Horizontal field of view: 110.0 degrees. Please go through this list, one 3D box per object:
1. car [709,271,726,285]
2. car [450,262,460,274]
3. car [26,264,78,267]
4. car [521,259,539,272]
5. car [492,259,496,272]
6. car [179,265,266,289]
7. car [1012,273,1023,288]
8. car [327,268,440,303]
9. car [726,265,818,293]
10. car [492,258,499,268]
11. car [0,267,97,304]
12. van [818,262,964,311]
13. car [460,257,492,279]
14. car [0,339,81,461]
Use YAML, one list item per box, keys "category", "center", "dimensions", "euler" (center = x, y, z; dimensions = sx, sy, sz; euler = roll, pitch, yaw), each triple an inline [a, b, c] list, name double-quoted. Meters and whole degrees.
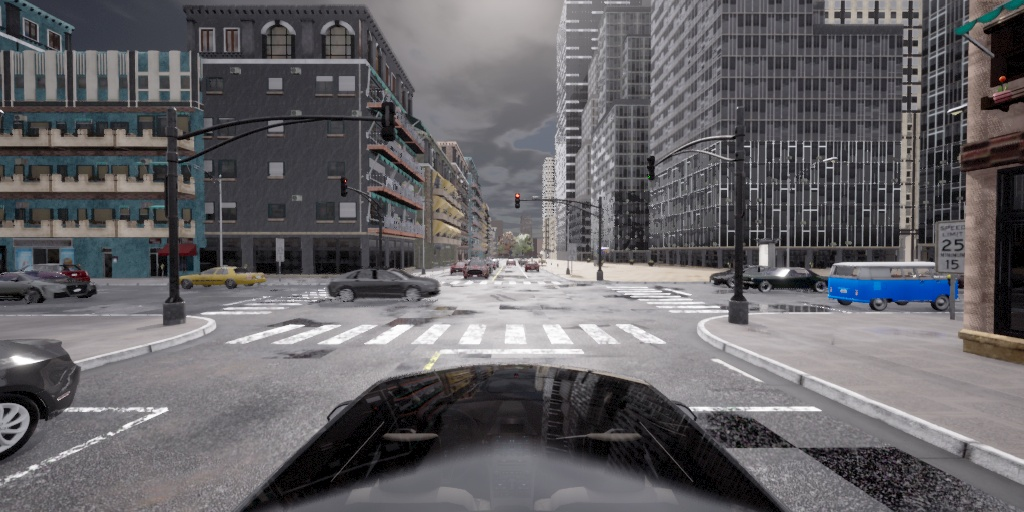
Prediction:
- category: "car"
  center: [14.619, 1.216, 22.244]
  dimensions: [4.313, 1.339, 1.948]
  euler: [0, 0, 0]
- category: "car"
  center: [-5.801, 1.289, 40.215]
  dimensions: [1.888, 1.381, 4.507]
  euler: [0, 0, 0]
- category: "car"
  center: [-28.837, 1.190, 22.046]
  dimensions: [4.097, 1.591, 1.967]
  euler: [0, 0, 0]
- category: "car"
  center: [2.530, 1.289, 45.945]
  dimensions: [1.888, 1.381, 4.507]
  euler: [0, 0, 0]
- category: "car"
  center: [-3.211, 1.345, 41.527]
  dimensions: [1.895, 1.301, 4.718]
  euler: [0, 0, 0]
- category: "car"
  center: [-17.940, 1.247, 22.096]
  dimensions: [4.829, 1.417, 1.751]
  euler: [0, 0, 0]
- category: "car"
  center: [24.593, 1.218, 19.687]
  dimensions: [5.357, 1.411, 2.033]
  euler: [0, 1, 0]
- category: "car"
  center: [-5.757, 1.287, 16.348]
  dimensions: [4.892, 1.490, 1.837]
  euler: [-1, 1, 0]
- category: "car"
  center: [14.805, 1.289, 19.646]
  dimensions: [4.718, 1.301, 1.895]
  euler: [0, 1, 0]
- category: "car"
  center: [-3.237, 1.346, 51.590]
  dimensions: [1.895, 1.301, 4.718]
  euler: [0, 0, 0]
- category: "car"
  center: [-21.752, 1.383, 16.276]
  dimensions: [4.181, 1.385, 1.994]
  euler: [0, 1, -1]
- category: "van"
  center: [14.656, 1.117, 13.864]
  dimensions: [3.998, 1.789, 1.690]
  euler: [0, 0, 0]
- category: "car"
  center: [-3.163, 1.097, 32.497]
  dimensions: [2.097, 1.767, 4.553]
  euler: [0, 0, -1]
- category: "car"
  center: [-5.690, 1.300, 2.149]
  dimensions: [2.007, 1.370, 4.403]
  euler: [0, 0, 0]
